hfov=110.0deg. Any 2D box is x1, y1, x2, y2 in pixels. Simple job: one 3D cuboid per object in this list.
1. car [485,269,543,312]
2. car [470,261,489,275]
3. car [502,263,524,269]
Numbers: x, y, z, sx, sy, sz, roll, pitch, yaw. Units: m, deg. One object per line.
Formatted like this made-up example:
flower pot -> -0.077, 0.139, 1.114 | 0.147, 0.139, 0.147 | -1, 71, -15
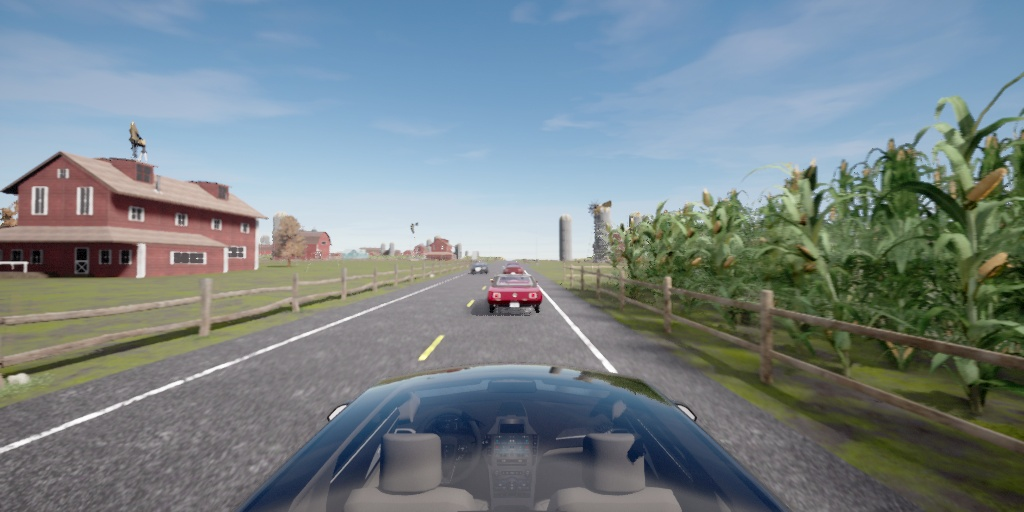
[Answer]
car -> 0.090, 1.355, 14.213 | 1.895, 1.301, 4.718 | 0, 0, 0
car -> -3.588, 1.279, 40.464 | 2.128, 1.511, 4.902 | 0, 0, 0
car -> 0.115, 1.301, 32.180 | 1.812, 1.442, 4.674 | 0, 0, 0
